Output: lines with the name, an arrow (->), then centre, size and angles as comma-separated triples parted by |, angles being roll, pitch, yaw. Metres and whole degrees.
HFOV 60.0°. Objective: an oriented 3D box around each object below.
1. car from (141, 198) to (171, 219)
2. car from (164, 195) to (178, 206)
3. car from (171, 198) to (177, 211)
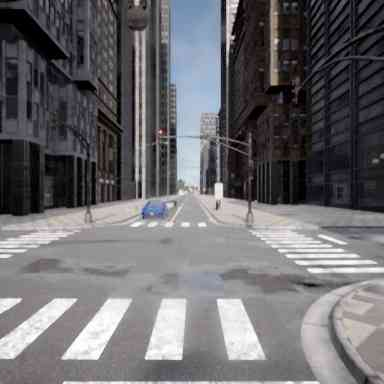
car -> -3.170, 1.472, 28.779 | 1.882, 1.535, 5.008 | 0, 0, 0
car -> -3.204, 1.597, 50.889 | 1.895, 1.301, 4.718 | 0, 0, 0
car -> -3.185, 1.596, 40.503 | 1.895, 1.301, 4.718 | 0, 0, 0
